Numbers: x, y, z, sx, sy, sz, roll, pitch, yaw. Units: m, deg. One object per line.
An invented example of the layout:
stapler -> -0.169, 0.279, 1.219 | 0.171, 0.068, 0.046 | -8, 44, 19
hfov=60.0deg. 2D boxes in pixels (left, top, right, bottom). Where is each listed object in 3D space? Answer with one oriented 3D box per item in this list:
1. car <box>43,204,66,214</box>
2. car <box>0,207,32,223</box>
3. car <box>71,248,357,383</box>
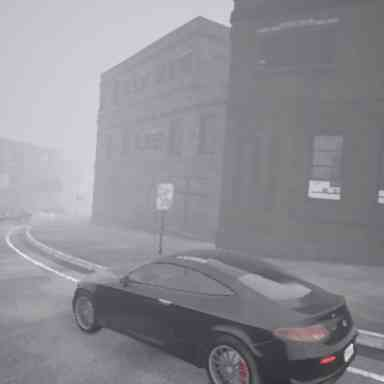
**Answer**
car -> -21.310, 2.611, 51.659 | 1.994, 1.385, 4.181 | 4, -2, 4
car -> -16.980, 2.205, 32.134 | 2.033, 1.411, 5.357 | 4, -2, -13
car -> -0.017, 1.626, 5.203 | 4.674, 1.442, 1.812 | -1, -2, 40
